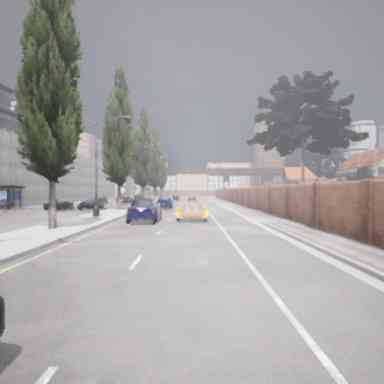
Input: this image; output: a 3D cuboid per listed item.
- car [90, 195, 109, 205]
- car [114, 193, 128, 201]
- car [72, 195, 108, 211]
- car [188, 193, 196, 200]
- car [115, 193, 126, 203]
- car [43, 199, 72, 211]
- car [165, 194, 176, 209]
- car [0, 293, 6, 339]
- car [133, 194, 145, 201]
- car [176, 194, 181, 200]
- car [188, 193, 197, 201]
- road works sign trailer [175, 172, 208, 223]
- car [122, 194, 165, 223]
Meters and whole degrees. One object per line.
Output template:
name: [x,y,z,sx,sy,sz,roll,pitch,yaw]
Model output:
car: [-15.051,1.285,54.527,1.812,1.442,4.674,0,0,0]
car: [-14.987,1.036,70.653,2.097,1.767,4.553,0,0,0]
car: [-11.587,1.377,38.454,2.033,1.411,5.357,0,0,0]
car: [0.015,1.055,80.514,1.882,1.535,5.008,0,0,0]
car: [-11.540,1.241,56.608,2.128,1.511,4.902,0,0,1]
car: [-15.087,1.434,37.679,1.895,1.301,4.718,0,0,0]
car: [-3.392,1.291,42.234,1.882,1.535,5.008,0,0,0]
car: [-3.400,1.213,1.787,2.150,2.045,5.566,0,0,0]
car: [-11.486,1.126,72.421,1.837,1.490,4.892,0,0,0]
car: [-3.486,1.195,74.646,2.128,1.511,4.902,0,0,0]
car: [0.013,1.279,70.438,1.895,1.301,4.718,0,0,0]
road works sign trailer: [0.005,0.357,24.304,2.380,3.560,2.880,0,0,0]
car: [-3.396,1.244,24.297,2.097,1.767,4.553,0,0,0]
